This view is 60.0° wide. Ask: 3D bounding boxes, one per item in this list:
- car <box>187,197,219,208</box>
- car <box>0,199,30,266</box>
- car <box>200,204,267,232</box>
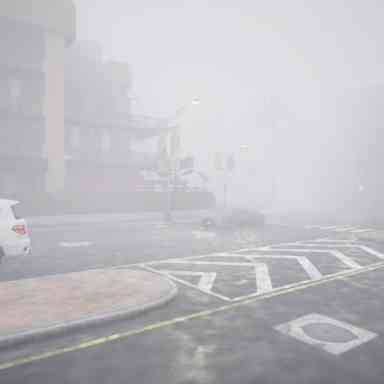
[{"bbox_3d":[1.530,1.545,49.358,2.033,1.411,5.357,0,0,-35],"label":"car"},{"bbox_3d":[-7.294,1.222,8.624,5.566,2.045,2.150,0,0,-35],"label":"car"},{"bbox_3d":[2.536,1.562,19.979,4.181,1.385,1.994,0,0,-37],"label":"car"}]
